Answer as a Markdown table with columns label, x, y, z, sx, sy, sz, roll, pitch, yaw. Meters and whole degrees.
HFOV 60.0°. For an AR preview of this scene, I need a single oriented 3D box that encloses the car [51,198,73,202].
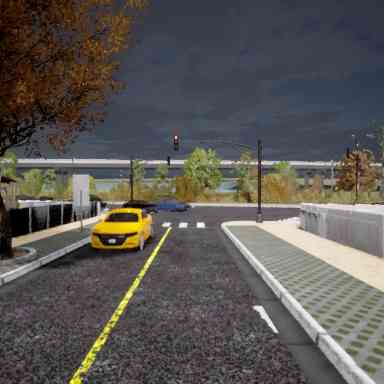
| label | x | y | z | sx | sy | sz | roll | pitch | yaw |
| --- | --- | --- | --- | --- | --- | --- | --- | --- | --- |
| car | -17.168 | 1.745 | 46.657 | 5.008 | 1.535 | 1.882 | -1 | 2 | 36 |

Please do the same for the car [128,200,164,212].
| label | x | y | z | sx | sy | sz | roll | pitch | yaw |
| --- | --- | --- | --- | --- | --- | --- | --- | --- | --- |
| car | -5.905 | 1.652 | 38.224 | 5.008 | 1.535 | 1.882 | -1 | 1 | 41 |

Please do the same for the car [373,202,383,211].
| label | x | y | z | sx | sy | sz | roll | pitch | yaw |
| --- | --- | --- | --- | --- | --- | --- | --- | --- | --- |
| car | 17.162 | 1.351 | 25.723 | 5.008 | 1.535 | 1.882 | -1 | 1 | 36 |

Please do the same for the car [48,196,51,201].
| label | x | y | z | sx | sy | sz | roll | pitch | yaw |
| --- | --- | --- | --- | --- | --- | --- | --- | --- | --- |
| car | -30.519 | 1.598 | 68.527 | 4.892 | 1.490 | 1.837 | -1 | 2 | 36 |

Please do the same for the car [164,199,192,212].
| label | x | y | z | sx | sy | sz | roll | pitch | yaw |
| --- | --- | --- | --- | --- | --- | --- | --- | --- | --- |
| car | -2.672 | 1.595 | 40.139 | 5.357 | 1.411 | 2.033 | -1 | 2 | 36 |

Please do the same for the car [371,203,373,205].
| label | x | y | z | sx | sy | sz | roll | pitch | yaw |
| --- | --- | --- | --- | --- | --- | --- | --- | --- | --- |
| car | 19.855 | 1.259 | 32.047 | 4.718 | 1.301 | 1.895 | -1 | 2 | 36 |

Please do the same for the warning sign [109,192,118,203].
| label | x | y | z | sx | sy | sz | roll | pitch | yaw |
| --- | --- | --- | --- | --- | --- | --- | --- | --- | --- |
| warning sign | -14.244 | 0.993 | 60.242 | 1.060 | 1.860 | 1.300 | 2 | 1 | 36 |

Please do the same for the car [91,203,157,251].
| label | x | y | z | sx | sy | sz | roll | pitch | yaw |
| --- | --- | --- | --- | --- | --- | --- | --- | --- | --- |
| car | -2.833 | 1.473 | 14.333 | 1.882 | 1.535 | 5.008 | 0 | 0 | 0 |

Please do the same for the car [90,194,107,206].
| label | x | y | z | sx | sy | sz | roll | pitch | yaw |
| --- | --- | --- | --- | --- | --- | --- | --- | --- | --- |
| car | -14.967 | 1.375 | 49.065 | 5.566 | 2.045 | 2.150 | 0 | 2 | 36 |

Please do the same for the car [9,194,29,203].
| label | x | y | z | sx | sy | sz | roll | pitch | yaw |
| --- | --- | --- | --- | --- | --- | --- | --- | --- | --- |
| car | -38.939 | 1.438 | 74.636 | 4.553 | 1.767 | 2.097 | -1 | 2 | 36 |

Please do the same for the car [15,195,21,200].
| label | x | y | z | sx | sy | sz | roll | pitch | yaw |
| --- | --- | --- | --- | --- | --- | --- | --- | --- | --- |
| car | -32.663 | 1.575 | 66.064 | 4.553 | 1.767 | 2.097 | -1 | 2 | 36 |

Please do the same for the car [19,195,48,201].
| label | x | y | z | sx | sy | sz | roll | pitch | yaw |
| --- | --- | --- | --- | --- | --- | --- | --- | --- | --- |
| car | -28.044 | 1.795 | 58.640 | 4.674 | 1.442 | 1.812 | -1 | 2 | 37 |

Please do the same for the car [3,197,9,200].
| label | x | y | z | sx | sy | sz | roll | pitch | yaw |
| --- | --- | --- | --- | --- | --- | --- | --- | --- | --- |
| car | -40.868 | 1.718 | 72.029 | 4.902 | 1.511 | 2.128 | -1 | 2 | 36 |
